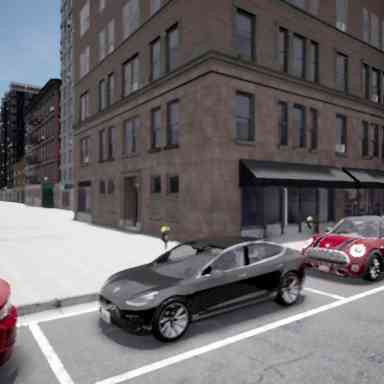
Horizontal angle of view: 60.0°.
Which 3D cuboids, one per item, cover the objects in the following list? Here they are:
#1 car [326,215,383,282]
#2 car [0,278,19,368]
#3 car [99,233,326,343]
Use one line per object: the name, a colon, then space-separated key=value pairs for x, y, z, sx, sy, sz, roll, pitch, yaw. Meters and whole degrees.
car: x=5.047 y=1.459 z=9.787 sx=4.097 sy=1.590 sz=1.967 roll=0 pitch=0 yaw=-35
car: x=-4.205 y=1.541 z=3.188 sx=4.507 sy=1.381 sz=1.887 roll=0 pitch=0 yaw=-35
car: x=0.421 y=1.574 z=6.488 sx=4.313 sy=1.339 sz=1.947 roll=0 pitch=0 yaw=-35
